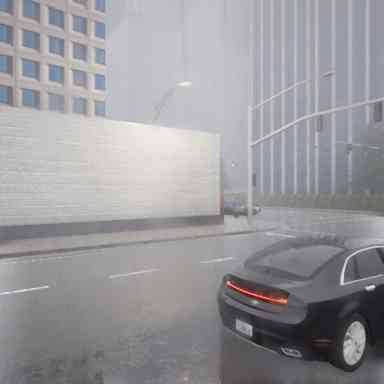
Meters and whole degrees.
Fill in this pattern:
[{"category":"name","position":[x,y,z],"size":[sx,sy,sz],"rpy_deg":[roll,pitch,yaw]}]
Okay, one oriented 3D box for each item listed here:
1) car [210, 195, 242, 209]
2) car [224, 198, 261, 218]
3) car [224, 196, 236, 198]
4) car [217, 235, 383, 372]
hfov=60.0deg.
[{"category":"car","position":[4.839,1.406,48.211],"size":[2.097,1.767,4.553],"rpy_deg":[0,0,-36]},{"category":"car","position":[3.600,1.602,31.571],"size":[2.033,1.411,5.357],"rpy_deg":[0,0,-36]},{"category":"car","position":[5.163,1.546,35.403],"size":[2.128,1.511,4.902],"rpy_deg":[0,0,-36]},{"category":"car","position":[2.655,1.505,5.692],"size":[4.892,1.490,1.837],"rpy_deg":[0,0,-35]}]
